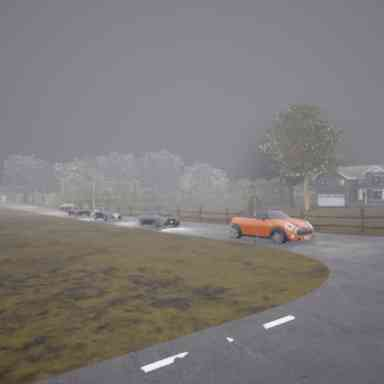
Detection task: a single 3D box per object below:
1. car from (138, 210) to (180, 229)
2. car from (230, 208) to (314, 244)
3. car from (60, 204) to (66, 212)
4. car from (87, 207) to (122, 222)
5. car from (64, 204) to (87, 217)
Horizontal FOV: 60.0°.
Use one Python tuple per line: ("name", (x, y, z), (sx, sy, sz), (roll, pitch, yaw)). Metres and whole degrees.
("car", (-2.745, 2.169, 27.215), (1.994, 1.385, 4.181), (0, -1, -36))
("car", (4.136, 1.666, 17.701), (2.097, 1.767, 4.553), (-1, -1, -36))
("car", (-21.905, 2.780, 58.710), (1.882, 1.535, 5.008), (0, -1, -36))
("car", (-9.225, 2.340, 36.179), (2.128, 1.511, 4.902), (0, -1, -36))
("car", (-15.125, 2.647, 44.379), (1.895, 1.301, 4.718), (0, -1, -36))
